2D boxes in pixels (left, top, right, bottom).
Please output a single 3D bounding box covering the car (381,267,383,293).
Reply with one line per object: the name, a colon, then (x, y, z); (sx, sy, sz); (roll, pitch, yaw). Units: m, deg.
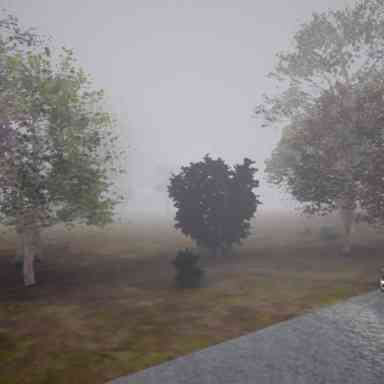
car: (6.098, 1.528, 7.427); (4.892, 1.490, 1.837); (0, 0, -36)
